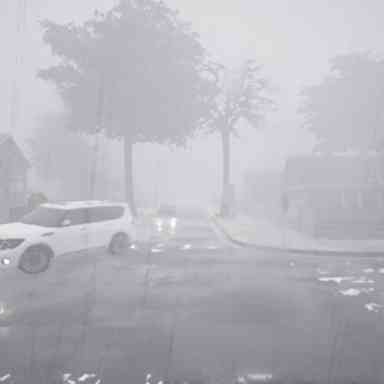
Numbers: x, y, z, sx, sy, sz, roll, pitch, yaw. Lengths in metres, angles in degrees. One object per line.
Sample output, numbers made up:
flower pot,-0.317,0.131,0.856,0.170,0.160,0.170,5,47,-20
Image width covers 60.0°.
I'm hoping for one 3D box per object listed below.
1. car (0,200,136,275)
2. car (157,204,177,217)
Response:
car,-4.329,1.363,11.485,2.150,2.045,5.566,3,2,33
car,-2.703,1.939,36.415,1.895,1.301,4.718,0,-1,0
